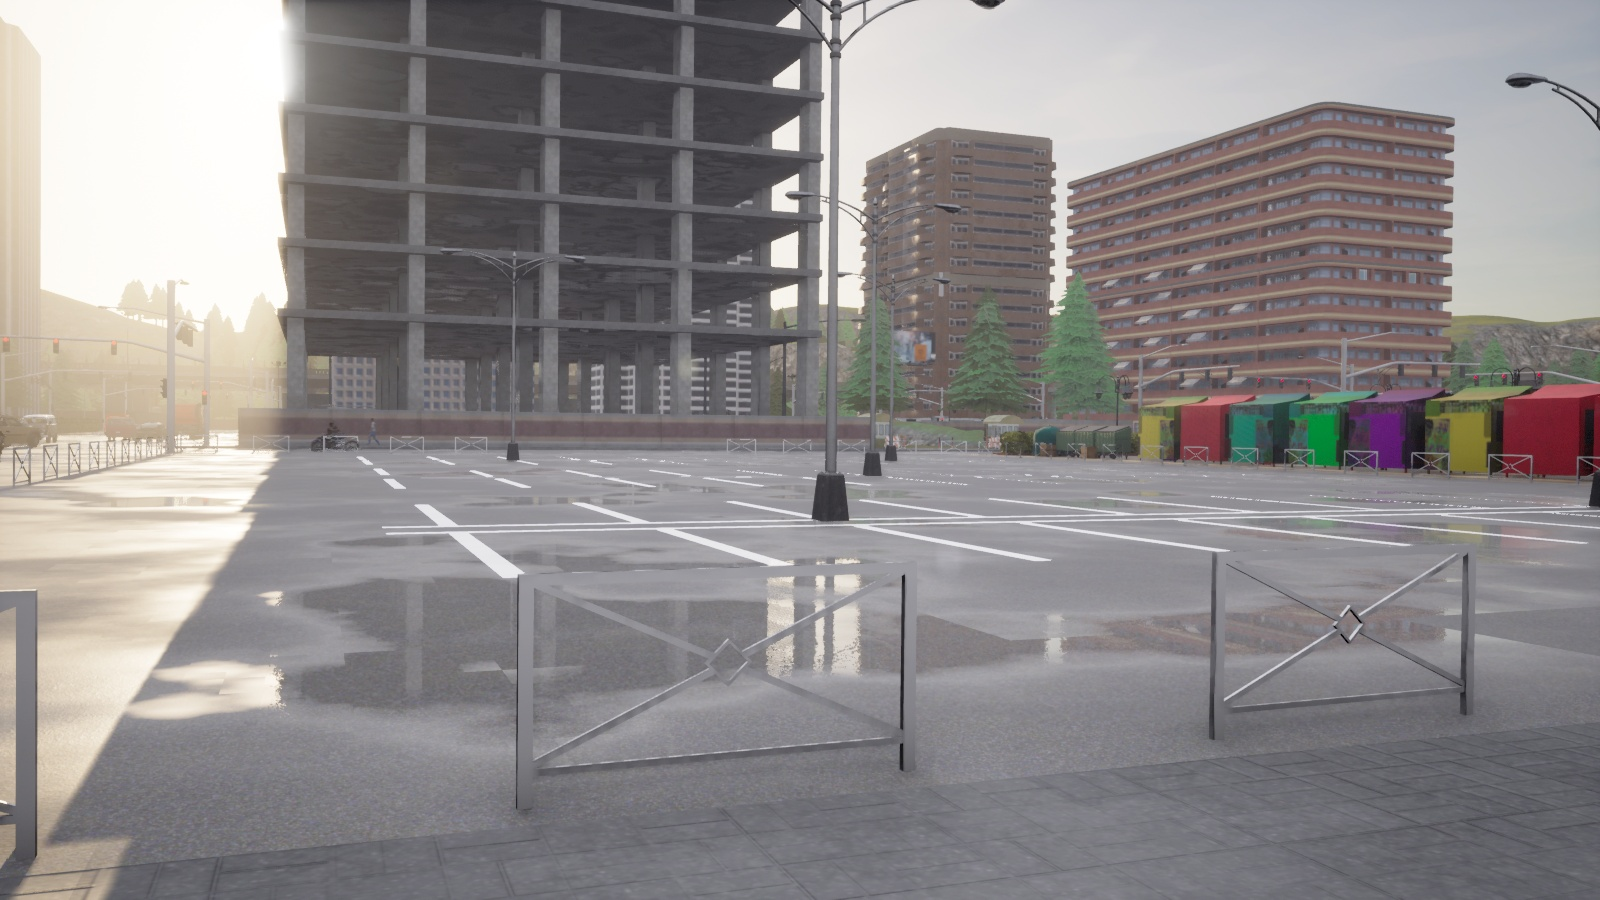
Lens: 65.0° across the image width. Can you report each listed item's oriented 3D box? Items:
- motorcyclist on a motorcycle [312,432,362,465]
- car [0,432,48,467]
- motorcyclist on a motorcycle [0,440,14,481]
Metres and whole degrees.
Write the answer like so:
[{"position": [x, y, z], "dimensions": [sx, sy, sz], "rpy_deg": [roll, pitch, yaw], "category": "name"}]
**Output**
[{"position": [-23.526, -0.091, 63.830], "dimensions": [2.350, 1.649, 0.766], "rpy_deg": [-1, 1, -21], "category": "motorcyclist on a motorcycle"}, {"position": [-43.761, -0.061, 68.864], "dimensions": [1.932, 1.855, 4.605], "rpy_deg": [0, 1, 5], "category": "car"}, {"position": [-30.371, 0.392, 47.284], "dimensions": [0.866, 1.530, 2.191], "rpy_deg": [-1, 1, -21], "category": "motorcyclist on a motorcycle"}]
